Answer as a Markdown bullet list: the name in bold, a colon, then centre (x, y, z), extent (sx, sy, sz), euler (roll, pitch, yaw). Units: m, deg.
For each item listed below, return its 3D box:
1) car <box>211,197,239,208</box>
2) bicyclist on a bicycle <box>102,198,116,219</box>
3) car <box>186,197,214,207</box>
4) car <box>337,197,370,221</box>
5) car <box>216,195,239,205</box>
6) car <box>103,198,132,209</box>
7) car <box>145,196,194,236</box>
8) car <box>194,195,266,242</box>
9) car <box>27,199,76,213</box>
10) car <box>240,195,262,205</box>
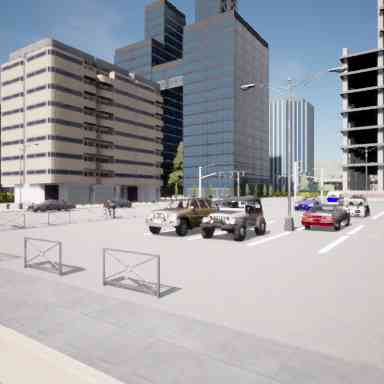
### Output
- **car**: centre (5.107, 1.547, 50.488), extent (2.033, 1.411, 5.357), euler (0, 0, 33)
- **bicyclist on a bicycle**: centre (-6.542, 1.302, 26.240), extent (1.656, 1.620, 0.582), euler (0, 0, 34)
- **car**: centre (1.293, 1.491, 51.161), extent (2.128, 1.511, 4.902), euler (0, 0, 34)
- **car**: centre (14.074, 1.395, 28.607), extent (1.970, 1.475, 3.806), euler (0, 0, 34)
- **car**: centre (6.330, 1.352, 58.795), extent (2.097, 1.767, 4.553), euler (0, 0, 34)
- **car**: centre (-10.356, 1.564, 46.560), extent (1.994, 1.385, 4.181), euler (0, 0, 35)
- **car**: centre (-0.296, 1.153, 17.291), extent (1.932, 1.855, 4.605), euler (0, 0, 34)
- **car**: centre (2.074, 1.156, 15.629), extent (1.905, 1.878, 3.866), euler (0, 0, 34)
- **car**: centre (-15.980, 1.547, 38.185), extent (2.033, 1.411, 5.357), euler (0, 0, 34)
- **car**: centre (10.365, 1.352, 58.368), extent (2.097, 1.767, 4.553), euler (0, 0, 34)
